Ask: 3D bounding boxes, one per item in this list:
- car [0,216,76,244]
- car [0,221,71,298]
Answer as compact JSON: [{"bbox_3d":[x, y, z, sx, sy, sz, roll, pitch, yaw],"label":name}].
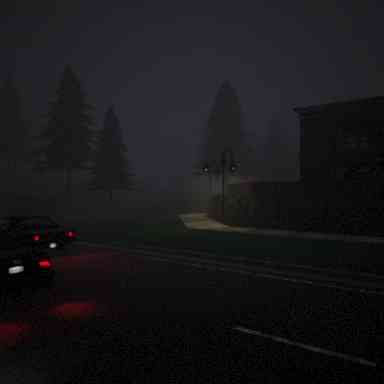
[{"bbox_3d":[-6.744,1.601,13.102,4.718,1.301,1.895,0,0,35],"label":"car"},{"bbox_3d":[-5.433,1.547,7.868,5.357,1.411,2.033,0,0,36],"label":"car"}]
